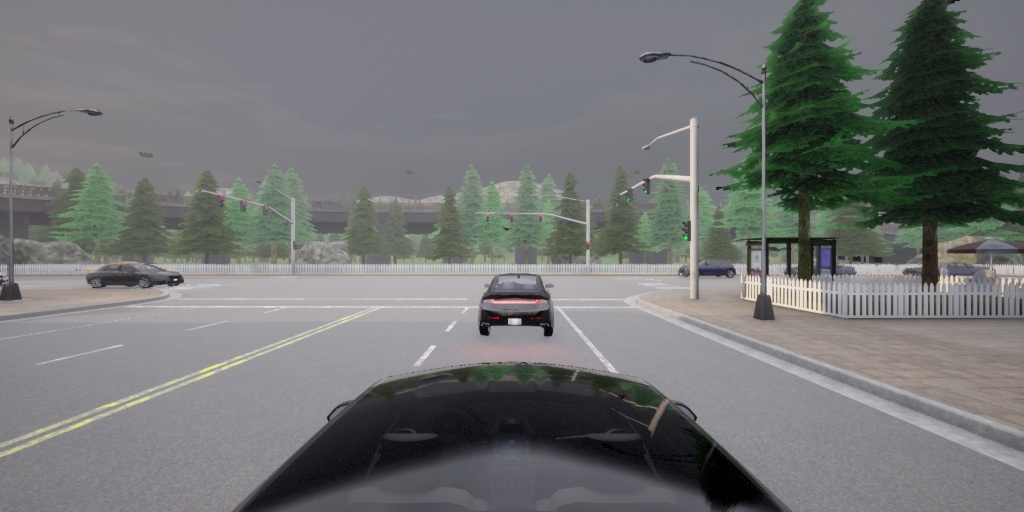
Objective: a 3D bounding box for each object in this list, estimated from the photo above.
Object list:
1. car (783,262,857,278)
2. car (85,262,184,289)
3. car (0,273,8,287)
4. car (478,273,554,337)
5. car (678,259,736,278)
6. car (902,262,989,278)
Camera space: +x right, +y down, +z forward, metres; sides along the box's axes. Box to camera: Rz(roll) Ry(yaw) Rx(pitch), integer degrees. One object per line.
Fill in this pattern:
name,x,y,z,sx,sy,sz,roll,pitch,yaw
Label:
car,27.671,1.242,32.274,5.357,1.411,2.033,0,0,1
car,-22.742,1.200,21.724,4.892,1.490,1.837,0,0,2
car,-33.771,1.220,21.810,4.674,1.442,1.812,0,0,-1
car,0.180,1.242,10.372,2.128,1.511,4.902,0,0,3
car,17.514,1.046,32.366,4.553,1.767,2.097,0,0,0
car,38.090,1.242,31.523,5.357,1.411,2.033,0,0,10
